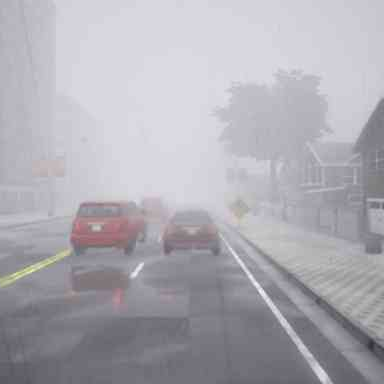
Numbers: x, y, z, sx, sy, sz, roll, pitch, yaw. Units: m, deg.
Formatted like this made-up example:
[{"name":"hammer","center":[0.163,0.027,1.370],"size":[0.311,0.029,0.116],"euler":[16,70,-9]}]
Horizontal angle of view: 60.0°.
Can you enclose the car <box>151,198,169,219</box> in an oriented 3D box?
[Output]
[{"name":"car","center":[-3.263,1.492,29.030],"size":[2.150,2.045,5.566],"euler":[0,0,0]}]

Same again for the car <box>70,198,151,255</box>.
[{"name":"car","center":[-3.256,1.350,14.022],"size":[2.150,2.045,5.566],"euler":[0,0,0]}]

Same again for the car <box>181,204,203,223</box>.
[{"name":"car","center":[-0.010,1.805,29.378],"size":[1.812,1.442,4.674],"euler":[0,0,0]}]

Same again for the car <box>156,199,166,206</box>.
[{"name":"car","center":[-6.535,2.195,70.979],"size":[1.812,1.442,4.674],"euler":[0,-1,0]}]

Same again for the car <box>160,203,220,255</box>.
[{"name":"car","center":[-0.006,1.484,14.078],"size":[2.097,1.767,4.553],"euler":[0,-1,0]}]

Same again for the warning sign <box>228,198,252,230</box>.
[{"name":"warning sign","center":[2.844,1.304,19.849],"size":[1.300,1.860,1.060],"euler":[0,0,0]}]

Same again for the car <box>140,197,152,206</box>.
[{"name":"car","center":[-9.785,2.026,71.009],"size":[2.097,1.767,4.553],"euler":[0,-1,0]}]
